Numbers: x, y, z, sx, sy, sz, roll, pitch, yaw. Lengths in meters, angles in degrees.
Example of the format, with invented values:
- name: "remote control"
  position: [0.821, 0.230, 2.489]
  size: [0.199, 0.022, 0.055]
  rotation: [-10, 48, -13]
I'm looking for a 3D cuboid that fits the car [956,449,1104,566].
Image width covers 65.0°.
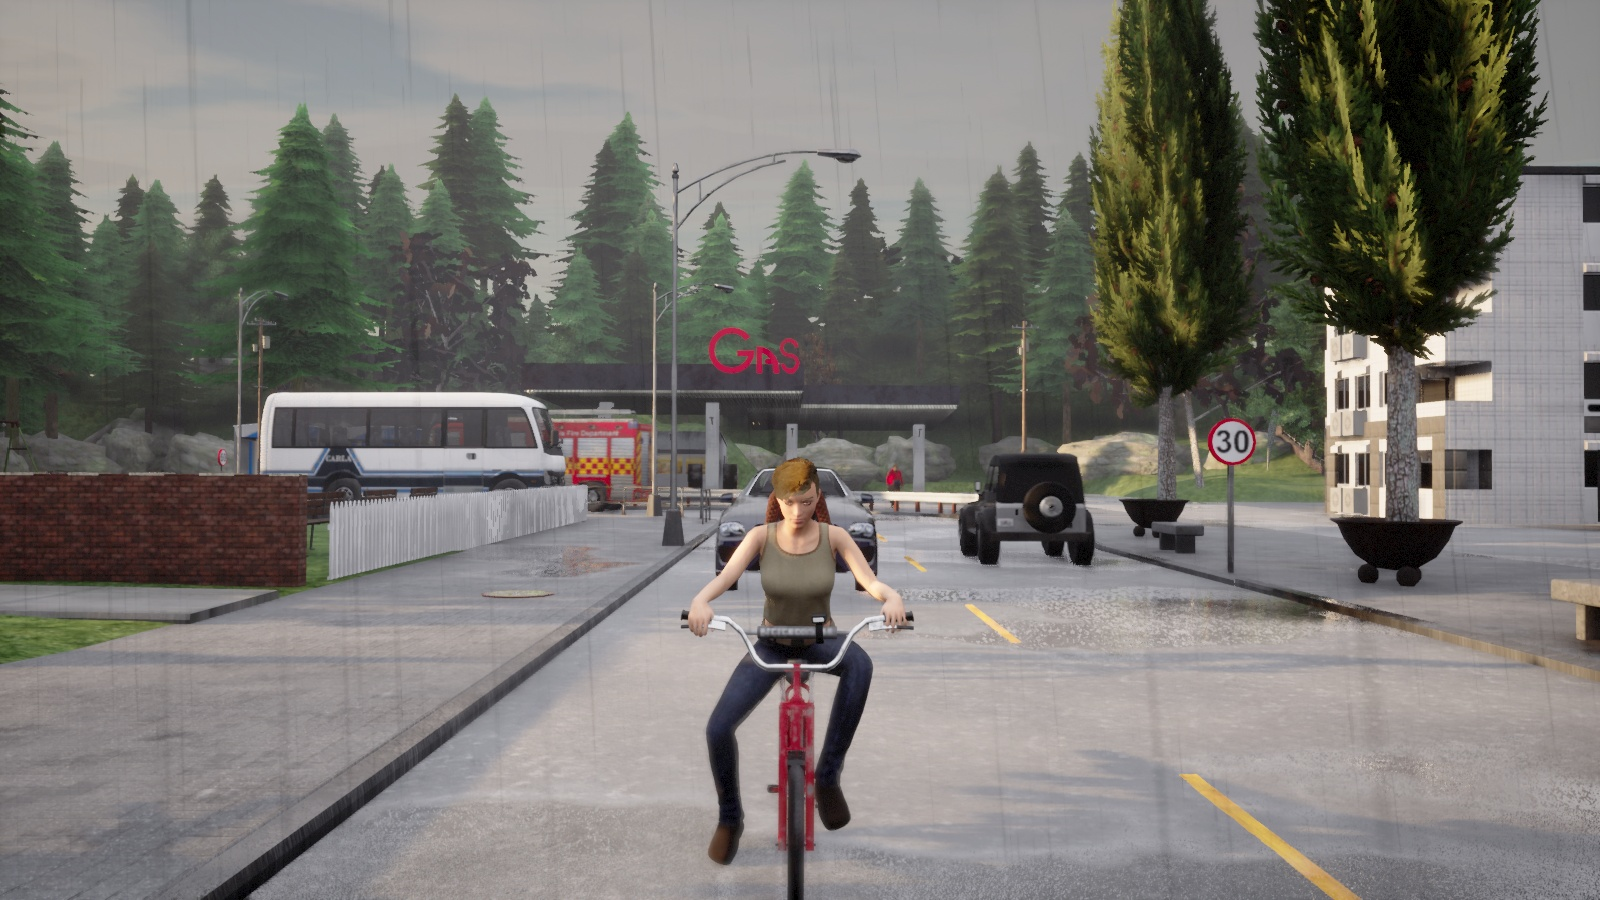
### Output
- name: "car"
  position: [3.954, 0.967, 22.219]
  size: [1.905, 1.878, 3.866]
  rotation: [0, -1, 0]

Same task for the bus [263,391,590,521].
- name: "bus"
  position: [-12.837, 0.227, 44.035]
  size: [10.273, 4.253, 3.944]
  rotation: [-1, -1, 0]

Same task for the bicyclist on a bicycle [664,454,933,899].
- name: "bicyclist on a bicycle"
  position: [-0.004, 0.832, 4.834]
  size: [0.866, 1.612, 1.509]
  rotation: [0, -1, 0]

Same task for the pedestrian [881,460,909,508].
- name: "pedestrian"
  position: [3.667, 1.323, 48.551]
  size: [0.634, 1.844, 0.899]
  rotation: [0, -1, -32]

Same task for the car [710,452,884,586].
- name: "car"
  position: [-0.038, 0.896, 18.115]
  size: [2.152, 1.651, 5.027]
  rotation: [0, -1, 0]

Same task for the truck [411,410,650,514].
- name: "truck"
  position: [-10.248, 0.497, 48.116]
  size: [8.468, 3.827, 2.891]
  rotation: [0, -1, 7]
